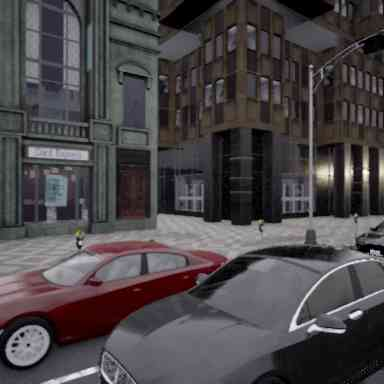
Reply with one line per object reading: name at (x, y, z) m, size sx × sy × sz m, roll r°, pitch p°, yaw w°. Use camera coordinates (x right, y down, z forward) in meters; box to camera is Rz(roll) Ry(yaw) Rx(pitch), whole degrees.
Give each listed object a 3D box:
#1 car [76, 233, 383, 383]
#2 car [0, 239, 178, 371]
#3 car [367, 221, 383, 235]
car at (1.289, 1.525, 4.301) m, size 4.892 × 1.490 × 1.837 m, roll 0°, pitch 0°, yaw -36°
car at (-1.351, 1.557, 5.690) m, size 4.507 × 1.381 × 1.887 m, roll 0°, pitch 0°, yaw -36°
car at (7.821, 1.645, 12.244) m, size 4.313 × 1.339 × 1.947 m, roll 0°, pitch 0°, yaw -36°
